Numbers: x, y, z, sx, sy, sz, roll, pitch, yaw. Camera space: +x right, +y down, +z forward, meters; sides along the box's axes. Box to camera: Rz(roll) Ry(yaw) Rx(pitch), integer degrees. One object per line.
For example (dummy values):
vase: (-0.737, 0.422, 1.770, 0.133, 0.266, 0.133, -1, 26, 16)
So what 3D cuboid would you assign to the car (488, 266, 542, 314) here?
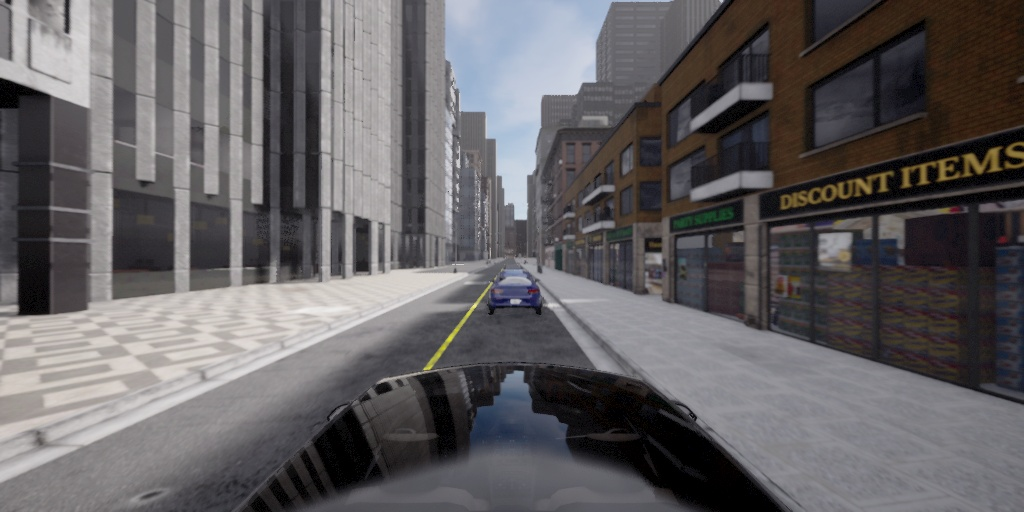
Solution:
car: (0.101, 1.284, 13.699, 1.812, 1.442, 4.674, 0, 0, 0)

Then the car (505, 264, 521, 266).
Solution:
car: (0.101, 1.381, 31.348, 1.895, 1.301, 4.718, 0, 0, 0)
